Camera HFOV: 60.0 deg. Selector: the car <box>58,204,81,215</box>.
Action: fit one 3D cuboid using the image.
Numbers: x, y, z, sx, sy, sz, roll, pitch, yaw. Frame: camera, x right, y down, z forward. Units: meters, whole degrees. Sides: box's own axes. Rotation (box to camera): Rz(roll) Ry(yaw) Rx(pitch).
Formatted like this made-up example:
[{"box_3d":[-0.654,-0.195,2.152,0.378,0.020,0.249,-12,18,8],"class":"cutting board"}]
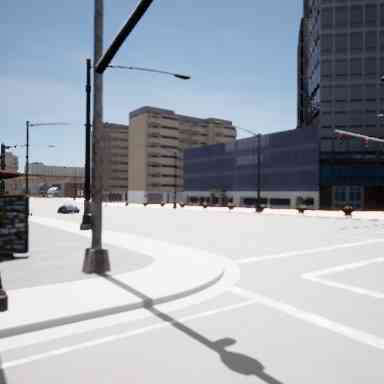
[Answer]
[{"box_3d":[-16.007,2.225,43.257,1.994,1.385,4.181,1,-1,-36],"class":"car"}]
